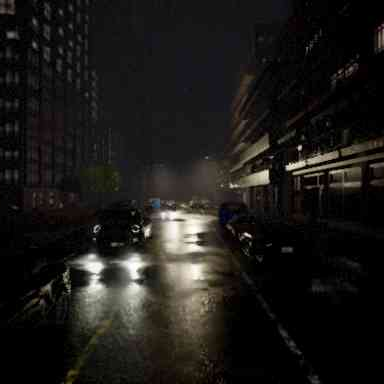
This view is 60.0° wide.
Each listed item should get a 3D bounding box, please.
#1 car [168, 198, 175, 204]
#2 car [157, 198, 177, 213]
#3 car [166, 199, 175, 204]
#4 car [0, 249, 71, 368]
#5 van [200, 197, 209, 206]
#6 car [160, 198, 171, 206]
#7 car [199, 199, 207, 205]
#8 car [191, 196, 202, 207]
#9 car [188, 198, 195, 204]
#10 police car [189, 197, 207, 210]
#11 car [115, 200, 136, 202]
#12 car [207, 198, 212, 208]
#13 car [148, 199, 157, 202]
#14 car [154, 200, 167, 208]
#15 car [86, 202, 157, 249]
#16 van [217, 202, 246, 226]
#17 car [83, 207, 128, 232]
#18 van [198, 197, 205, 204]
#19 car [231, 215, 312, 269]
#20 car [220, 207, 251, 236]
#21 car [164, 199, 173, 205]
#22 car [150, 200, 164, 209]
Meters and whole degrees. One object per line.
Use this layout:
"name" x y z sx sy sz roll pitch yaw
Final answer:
"car" -5.765 2.454 94.256 1.967 1.590 4.097 0 -1 0
"car" -3.122 1.951 44.795 2.128 1.511 4.902 0 -1 0
"car" -5.761 2.501 88.732 2.008 1.369 4.403 0 -1 0
"car" -3.100 1.569 4.334 1.812 1.442 4.674 0 -1 0
"van" 2.632 2.099 72.173 1.690 1.788 3.998 0 -1 0
"car" -5.748 2.198 72.166 1.967 1.590 4.097 0 -1 0
"car" 2.625 2.430 83.215 1.887 1.381 4.507 0 -1 0
"car" 0.849 1.930 67.488 2.150 2.045 5.566 0 -1 0
"car" -0.064 2.260 84.135 1.837 1.490 4.892 0 -1 0
"police car" 0.861 1.956 51.565 1.930 1.638 5.238 0 -1 0
"car" -5.714 1.596 27.986 2.192 1.841 5.009 0 -1 0
"car" 2.642 2.186 61.126 2.008 1.369 4.403 0 -1 0
"car" -5.727 2.007 44.552 2.008 1.369 4.403 0 -1 0
"car" -5.739 2.200 61.119 1.947 1.339 4.313 0 -1 0
"car" -3.052 1.504 15.363 2.097 1.767 4.553 0 -1 0
"van" 2.671 1.565 22.470 1.690 1.788 3.998 0 -1 0
"car" -5.710 1.790 22.462 1.947 1.339 4.313 0 -1 0
"van" 2.620 2.291 88.739 1.690 1.788 3.998 0 -1 0
"car" 2.680 1.679 11.422 1.947 1.339 4.313 0 -1 0
"car" 2.675 1.695 17.115 1.752 1.417 4.829 0 -1 0
"car" -5.756 2.436 83.208 2.008 1.369 4.403 0 -1 0
"car" -5.735 2.119 55.597 1.887 1.381 4.507 0 -1 0
